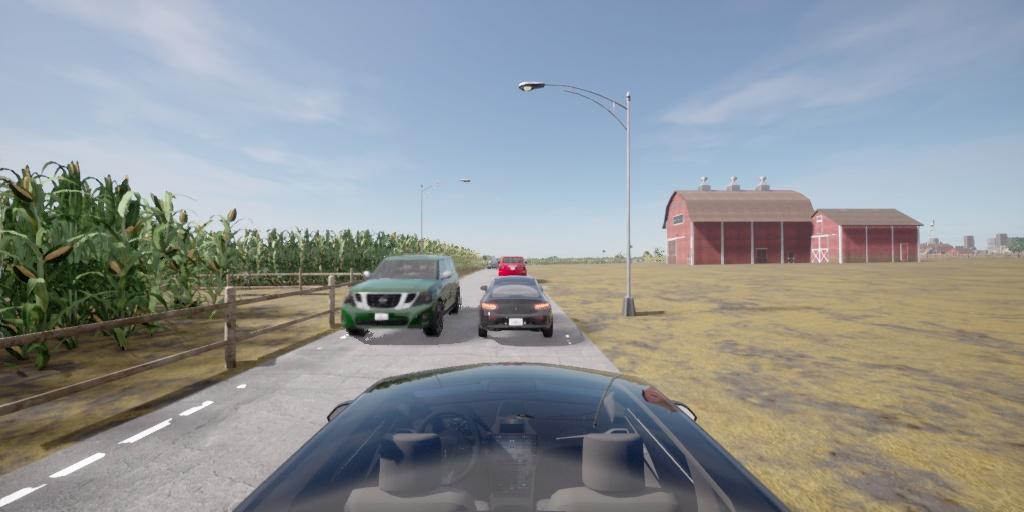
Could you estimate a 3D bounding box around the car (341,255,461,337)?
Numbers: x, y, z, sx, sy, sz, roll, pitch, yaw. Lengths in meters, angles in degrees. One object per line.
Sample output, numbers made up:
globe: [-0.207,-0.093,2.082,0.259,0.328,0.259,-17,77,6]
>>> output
car: [-2.867,0.976,10.619,2.150,2.045,5.566,0,0,0]

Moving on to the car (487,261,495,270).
car: [-2.864,1.532,57.728,1.994,1.385,4.181,0,-1,0]

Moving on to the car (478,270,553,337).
car: [0.071,1.280,10.150,1.812,1.442,4.674,0,0,0]

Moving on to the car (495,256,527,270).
car: [0.045,0.995,28.635,2.150,2.045,5.566,0,0,0]
